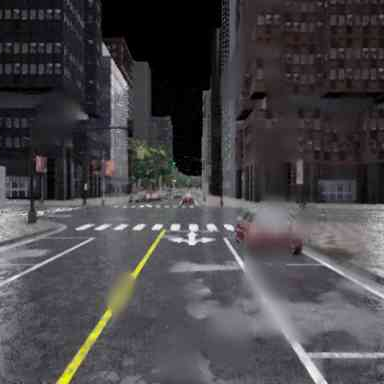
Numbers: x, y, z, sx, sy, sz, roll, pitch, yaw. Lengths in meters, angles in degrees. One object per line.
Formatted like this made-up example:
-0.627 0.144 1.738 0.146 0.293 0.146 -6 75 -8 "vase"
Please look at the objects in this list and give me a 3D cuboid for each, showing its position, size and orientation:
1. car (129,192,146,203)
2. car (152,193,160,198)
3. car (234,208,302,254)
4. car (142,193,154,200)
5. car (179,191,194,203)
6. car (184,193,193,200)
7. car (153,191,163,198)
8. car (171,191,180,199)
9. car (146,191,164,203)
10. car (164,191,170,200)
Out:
-9.139 1.121 54.211 1.947 1.339 4.313 0 0 0 "car"
-9.351 0.944 86.766 1.802 1.307 4.206 0 0 0 "car"
2.757 1.331 12.871 1.967 1.590 4.097 0 0 0 "car"
-9.244 0.983 70.318 1.752 1.417 4.829 0 0 0 "car"
-0.615 0.995 54.263 1.967 1.590 4.097 0 0 0 "car"
-0.756 0.968 75.962 1.887 1.381 4.507 0 0 0 "car"
-9.387 0.647 92.190 2.192 1.841 5.009 0 0 0 "car"
-3.548 0.989 80.870 1.895 1.301 4.718 0 0 0 "car"
-6.441 1.009 58.002 1.882 1.535 5.008 0 0 0 "car"
-6.503 0.935 74.006 1.837 1.490 4.892 0 0 0 "car"
